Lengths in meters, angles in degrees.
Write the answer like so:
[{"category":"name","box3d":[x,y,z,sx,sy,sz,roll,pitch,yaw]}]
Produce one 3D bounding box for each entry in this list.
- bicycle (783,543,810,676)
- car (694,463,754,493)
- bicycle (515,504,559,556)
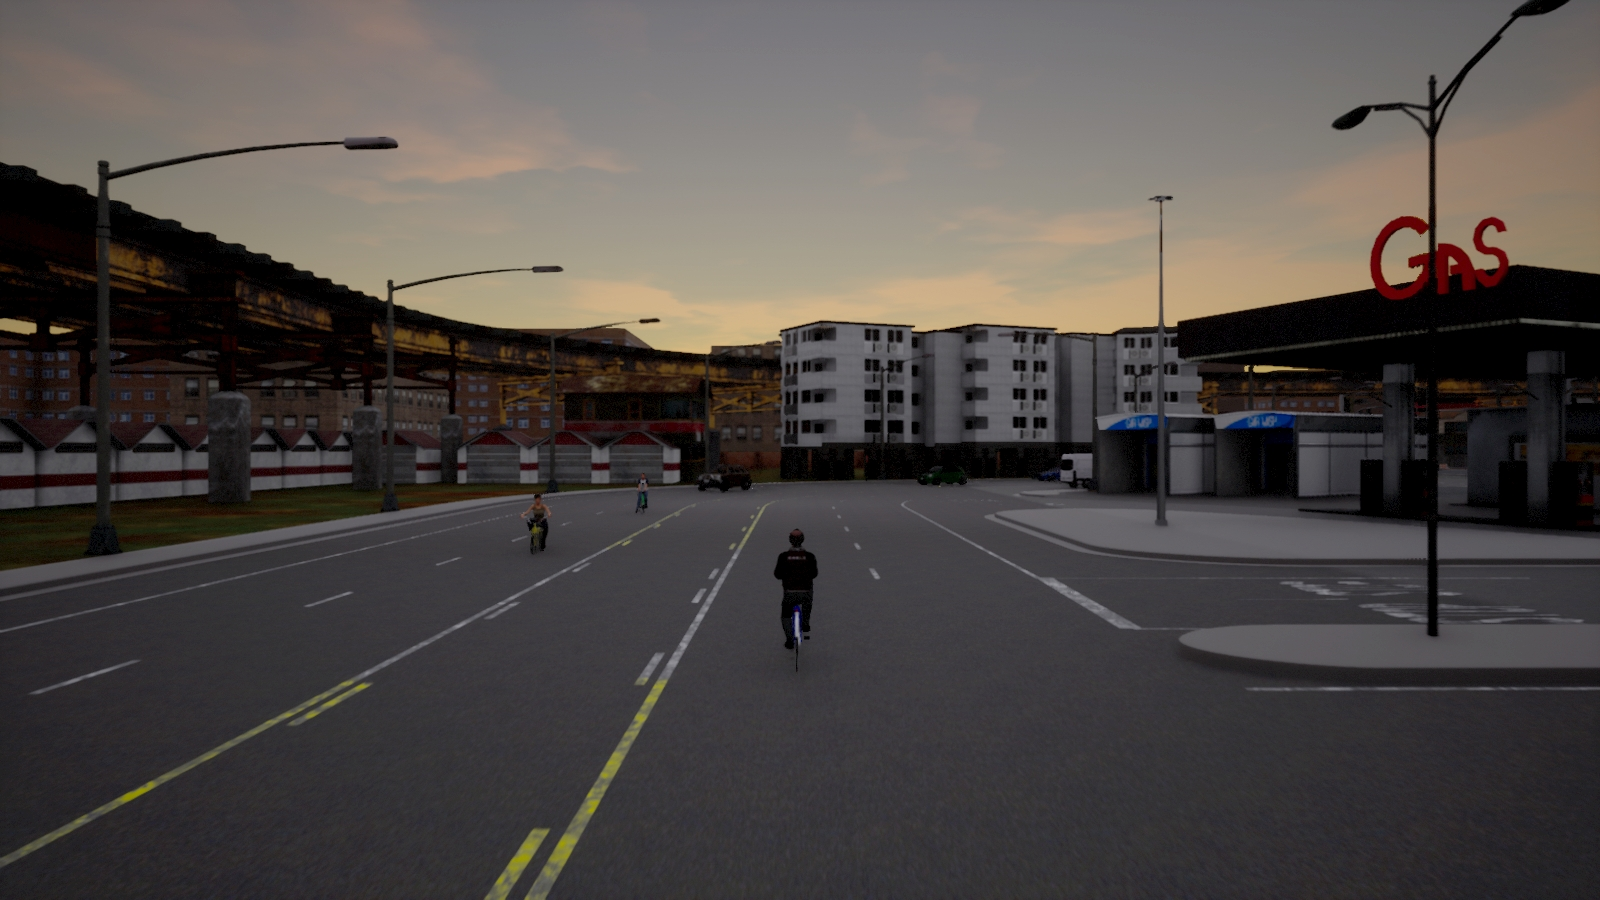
[{"category":"bicycle","box3d":[-0.048,2.048,15.074,0.329,1.496,1.835,0,0,0]},{"category":"car","box3d":[-5.081,1.865,76.672,1.932,1.855,4.605,-2,-2,26]},{"category":"bicycle","box3d":[-7.086,2.145,30.833,0.859,1.301,1.487,0,0,0]}]
